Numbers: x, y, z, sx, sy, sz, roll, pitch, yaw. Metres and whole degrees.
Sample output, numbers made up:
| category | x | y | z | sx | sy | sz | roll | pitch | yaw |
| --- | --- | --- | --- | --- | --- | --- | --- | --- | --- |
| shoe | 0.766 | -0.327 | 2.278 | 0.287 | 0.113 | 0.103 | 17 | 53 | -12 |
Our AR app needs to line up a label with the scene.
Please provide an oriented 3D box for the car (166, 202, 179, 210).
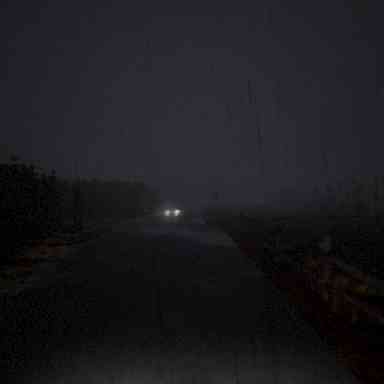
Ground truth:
| category | x | y | z | sx | sy | sz | roll | pitch | yaw |
| --- | --- | --- | --- | --- | --- | --- | --- | --- | --- |
| car | -3.105 | 2.165 | 52.799 | 1.895 | 1.301 | 4.718 | 0 | -1 | 0 |
